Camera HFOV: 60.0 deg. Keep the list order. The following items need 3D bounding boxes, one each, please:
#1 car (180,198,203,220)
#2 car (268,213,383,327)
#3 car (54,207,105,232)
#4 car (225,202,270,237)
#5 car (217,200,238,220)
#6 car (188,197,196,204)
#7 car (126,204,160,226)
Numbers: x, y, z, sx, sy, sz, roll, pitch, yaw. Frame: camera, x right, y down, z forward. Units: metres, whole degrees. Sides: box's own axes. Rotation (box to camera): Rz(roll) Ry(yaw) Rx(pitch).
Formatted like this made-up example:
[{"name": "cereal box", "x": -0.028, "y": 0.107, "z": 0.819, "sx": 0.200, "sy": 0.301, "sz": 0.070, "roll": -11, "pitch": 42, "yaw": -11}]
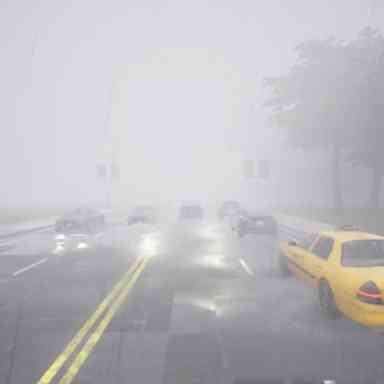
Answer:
[{"name": "car", "x": -0.054, "y": 1.539, "z": 28.660, "sx": 1.882, "sy": 1.535, "sz": 5.008, "roll": 0, "pitch": 0, "yaw": 0}, {"name": "car", "x": 3.248, "y": 1.458, "z": 7.248, "sx": 1.801, "sy": 1.575, "sz": 5.366, "roll": 0, "pitch": 0, "yaw": 0}, {"name": "car", "x": -6.604, "y": 1.589, "z": 19.951, "sx": 1.994, "sy": 1.385, "sz": 4.181, "roll": 0, "pitch": 0, "yaw": 0}, {"name": "car", "x": 3.246, "y": 1.523, "z": 18.092, "sx": 2.163, "sy": 1.488, "sz": 4.792, "roll": 0, "pitch": 0, "yaw": 0}, {"name": "car", "x": 3.244, "y": 1.495, "z": 29.067, "sx": 2.033, "sy": 1.649, "sz": 4.856, "roll": 0, "pitch": 0, "yaw": 0}, {"name": "car", "x": -0.014, "y": 1.934, "z": 73.965, "sx": 1.882, "sy": 1.535, "sz": 5.008, "roll": 0, "pitch": -1, "yaw": 0}, {"name": "car", "x": -3.356, "y": 1.587, "z": 24.047, "sx": 2.033, "sy": 1.411, "sz": 5.357, "roll": 0, "pitch": 0, "yaw": 0}]
